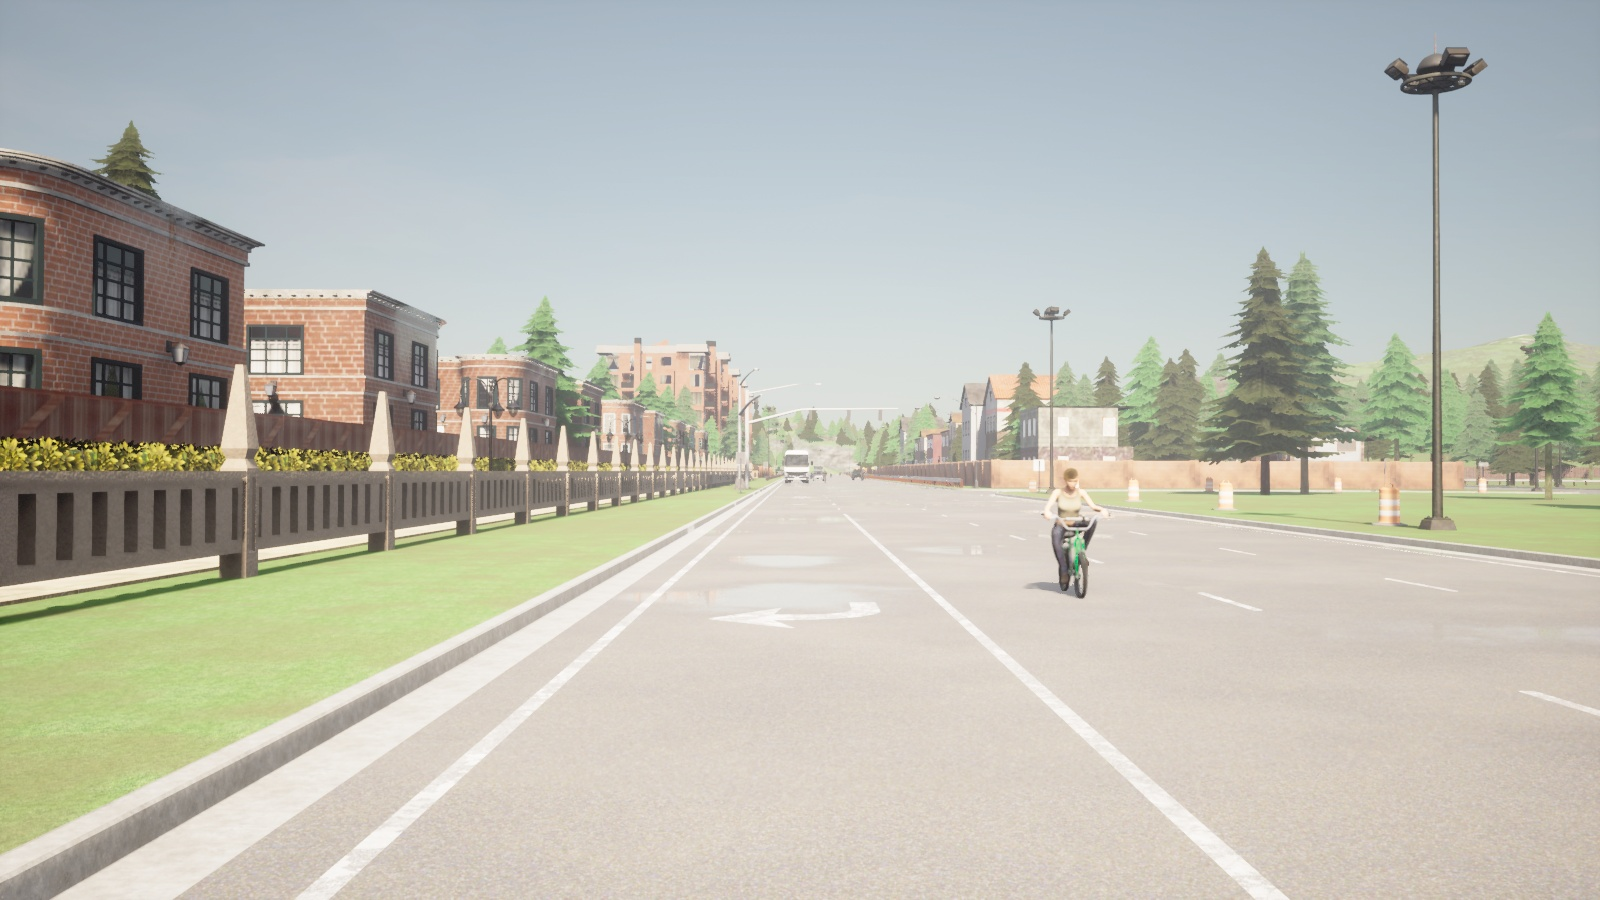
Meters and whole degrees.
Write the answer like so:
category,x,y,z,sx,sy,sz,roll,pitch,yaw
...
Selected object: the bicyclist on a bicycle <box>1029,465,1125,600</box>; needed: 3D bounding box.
category,x,y,z,sx,sy,sz,roll,pitch,yaw
bicyclist on a bicycle,3.466,1.003,15.845,0.866,1.612,1.509,0,-1,0
